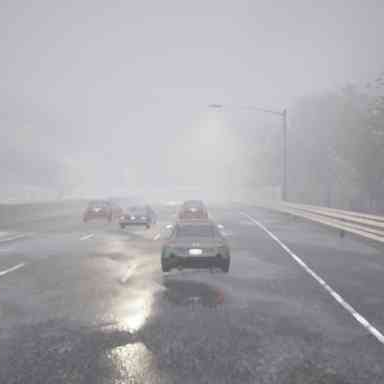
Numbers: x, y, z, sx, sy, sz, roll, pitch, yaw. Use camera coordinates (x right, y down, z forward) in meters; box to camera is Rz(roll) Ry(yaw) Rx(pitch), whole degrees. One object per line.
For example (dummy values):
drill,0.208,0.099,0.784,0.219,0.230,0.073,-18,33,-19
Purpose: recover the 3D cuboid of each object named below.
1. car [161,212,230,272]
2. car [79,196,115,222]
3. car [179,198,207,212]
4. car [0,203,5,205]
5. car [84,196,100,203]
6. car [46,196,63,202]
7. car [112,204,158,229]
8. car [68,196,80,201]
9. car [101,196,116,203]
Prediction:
car,0.102,1.565,10.877,1.994,1.385,4.181,0,0,0
car,-6.891,1.362,26.203,2.097,1.767,4.553,0,0,0
car,0.108,1.362,26.199,2.097,1.767,4.553,0,0,0
car,-17.581,1.577,29.022,1.994,1.385,4.181,0,0,0
car,-20.970,1.529,69.856,1.882,1.535,5.008,0,0,0
car,-27.971,1.541,67.973,1.837,1.490,4.892,0,0,0
car,-3.394,1.554,21.607,2.033,1.411,5.357,0,0,0
car,-24.470,1.529,69.857,1.882,1.535,5.008,0,0,0
car,-17.470,1.551,69.854,1.837,1.490,4.892,0,0,0
